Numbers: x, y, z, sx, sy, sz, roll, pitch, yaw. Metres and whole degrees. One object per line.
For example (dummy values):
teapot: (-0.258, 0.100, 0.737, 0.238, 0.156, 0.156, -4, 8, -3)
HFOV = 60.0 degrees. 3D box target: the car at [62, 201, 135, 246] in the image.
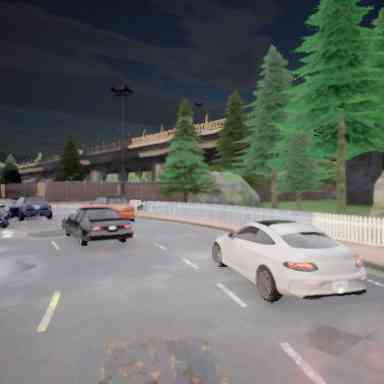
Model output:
car: (-4.243, 1.351, 14.420, 2.033, 1.411, 5.357, -1, 1, -31)

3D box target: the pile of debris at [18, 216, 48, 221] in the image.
pile of debris: (-11.349, 1.886, 23.733, 1.500, 0.140, 1.860, -1, 1, -40)

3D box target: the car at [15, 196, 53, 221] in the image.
car: (-11.819, 1.057, 24.306, 2.097, 1.767, 4.553, -1, 1, -38)

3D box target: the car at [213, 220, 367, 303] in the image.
car: (1.949, 1.386, 7.885, 1.812, 1.442, 4.674, -1, 1, -15)

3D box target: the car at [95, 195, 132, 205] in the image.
car: (-5.528, 1.049, 21.850, 2.097, 1.767, 4.553, -1, 1, -36)

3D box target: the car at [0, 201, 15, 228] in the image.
car: (-11.992, 1.138, 19.046, 2.097, 1.767, 4.553, -1, 1, -40)

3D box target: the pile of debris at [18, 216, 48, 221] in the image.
pile of debris: (-11.349, 1.886, 23.733, 1.500, 0.140, 1.860, -1, 1, -40)
